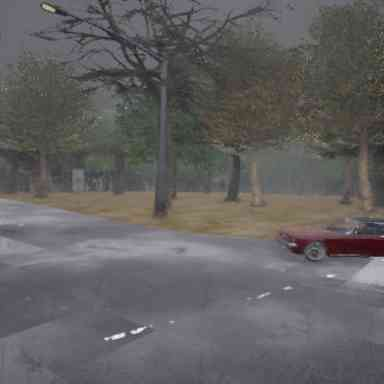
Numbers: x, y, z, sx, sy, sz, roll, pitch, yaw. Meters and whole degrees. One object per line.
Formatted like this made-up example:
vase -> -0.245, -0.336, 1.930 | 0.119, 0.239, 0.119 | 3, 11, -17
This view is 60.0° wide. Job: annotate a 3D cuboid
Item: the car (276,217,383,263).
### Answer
car -> 5.275, 1.509, 11.013 | 4.718, 1.301, 1.895 | 0, 1, -1
